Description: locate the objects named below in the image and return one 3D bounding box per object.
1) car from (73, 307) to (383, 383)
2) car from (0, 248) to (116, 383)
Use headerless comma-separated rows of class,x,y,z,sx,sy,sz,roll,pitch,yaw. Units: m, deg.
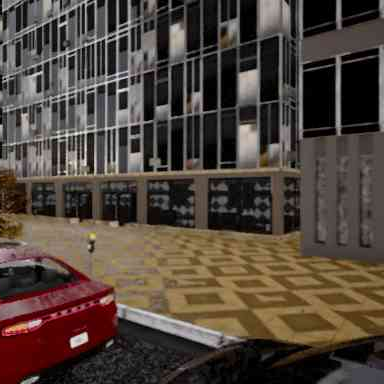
car,1.537,1.566,1.776,4.313,1.339,1.947,0,0,35
car,-3.099,1.546,5.081,4.507,1.381,1.887,0,0,35
